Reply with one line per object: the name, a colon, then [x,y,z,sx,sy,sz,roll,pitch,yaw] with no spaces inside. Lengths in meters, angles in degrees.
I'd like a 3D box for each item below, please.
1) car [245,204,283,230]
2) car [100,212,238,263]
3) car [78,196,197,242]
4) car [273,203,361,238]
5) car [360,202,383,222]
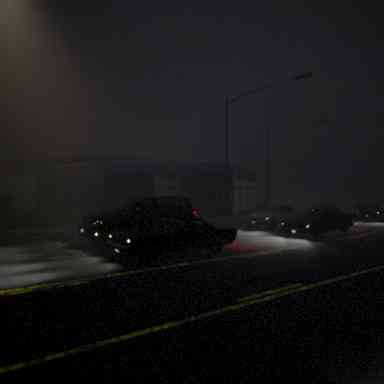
car: [5.329,1.528,21.394,4.674,1.442,1.812,0,0,-44]
car: [-0.650,1.604,12.169,4.718,1.301,1.895,0,0,-36]
car: [-2.283,1.226,15.299,5.566,2.045,2.150,0,0,-37]
car: [6.950,1.549,18.104,5.357,1.411,2.033,0,0,-42]
car: [14.382,1.526,26.919,1.812,1.442,4.674,0,0,32]
